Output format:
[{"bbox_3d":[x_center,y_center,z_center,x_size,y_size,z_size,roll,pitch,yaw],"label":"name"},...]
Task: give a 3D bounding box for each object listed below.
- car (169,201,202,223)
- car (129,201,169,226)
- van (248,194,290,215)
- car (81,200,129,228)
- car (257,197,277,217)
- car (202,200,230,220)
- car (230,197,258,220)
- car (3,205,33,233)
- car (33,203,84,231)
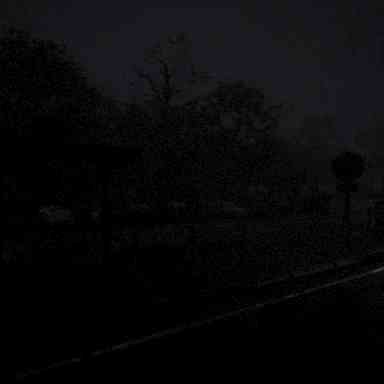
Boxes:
[{"bbox_3d":[-1.793,1.466,25.442,2.231,1.521,4.892,0,0,-36],"label":"car"},{"bbox_3d":[-4.057,1.470,23.837,2.097,1.535,5.008,0,0,-36],"label":"car"},{"bbox_3d":[7.299,1.217,31.809,1.878,1.987,4.442,0,0,-36],"label":"van"},{"bbox_3d":[-6.329,1.351,22.242,2.185,1.767,4.553,0,0,-36],"label":"car"},{"bbox_3d":[4.959,1.477,30.315,2.163,1.488,4.792,0,0,-36],"label":"car"},{"bbox_3d":[0.443,1.488,27.085,2.163,1.488,4.792,0,0,-36],"label":"car"},{"bbox_3d":[2.825,1.450,28.524,1.946,1.575,5.366,0,0,-36],"label":"car"},{"bbox_3d":[-10.823,1.490,18.983,2.097,1.535,5.008,0,0,-36],"label":"car"},{"bbox_3d":[-8.567,1.524,20.600,2.002,1.452,4.674,0,0,-36],"label":"car"}]
